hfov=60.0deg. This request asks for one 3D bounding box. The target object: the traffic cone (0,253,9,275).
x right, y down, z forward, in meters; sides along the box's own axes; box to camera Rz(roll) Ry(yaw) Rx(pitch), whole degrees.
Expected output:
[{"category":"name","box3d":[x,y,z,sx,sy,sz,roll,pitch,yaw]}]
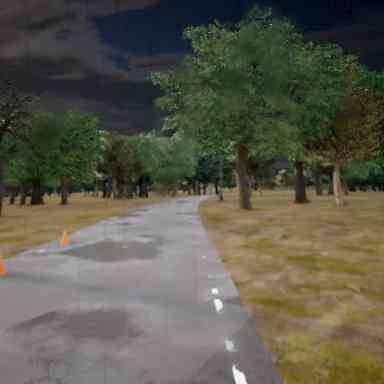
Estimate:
[{"category":"traffic cone","box3d":[-5.231,1.911,9.028,0.340,0.580,0.340,0,0,-1]}]
